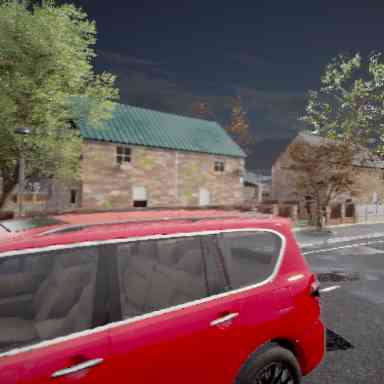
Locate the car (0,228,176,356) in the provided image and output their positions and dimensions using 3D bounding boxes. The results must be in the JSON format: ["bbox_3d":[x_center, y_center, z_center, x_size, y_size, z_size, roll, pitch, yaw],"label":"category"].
[{"bbox_3d":[-3.070,1.541,5.483,5.357,1.411,2.033,0,0,-36],"label":"car"}]

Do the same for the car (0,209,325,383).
[{"bbox_3d":[-1.175,1.220,2.838,5.566,2.045,2.150,0,0,-35],"label":"car"}]
